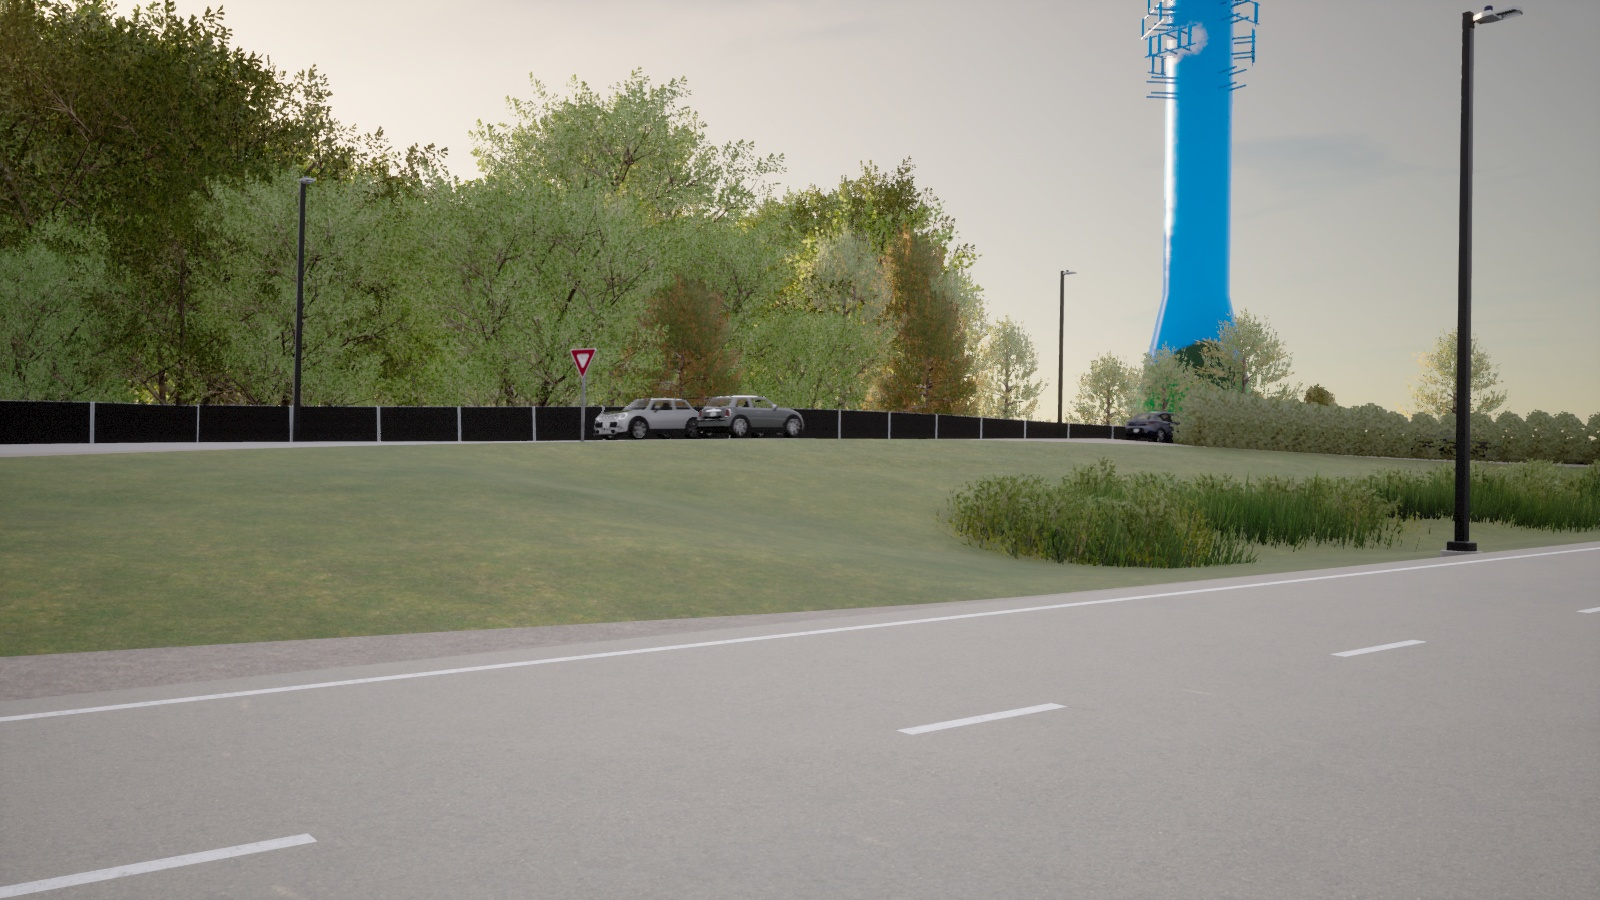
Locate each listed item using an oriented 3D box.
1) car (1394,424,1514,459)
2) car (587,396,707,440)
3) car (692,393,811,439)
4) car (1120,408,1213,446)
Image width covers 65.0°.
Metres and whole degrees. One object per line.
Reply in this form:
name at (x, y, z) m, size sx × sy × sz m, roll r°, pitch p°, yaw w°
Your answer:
car at (32.406, -0.391, 62.282) m, size 5.008 × 1.535 × 1.882 m, roll 2°, pitch 0°, yaw -3°
car at (-5.417, -1.124, 44.755) m, size 1.970 × 1.475 × 3.806 m, roll 0°, pitch 1°, yaw 45°
car at (-1.642, -1.157, 43.716) m, size 1.970 × 1.475 × 3.806 m, roll -1°, pitch 0°, yaw 44°
car at (16.727, -1.028, 57.291) m, size 4.193 × 1.474 × 1.816 m, roll 3°, pitch -2°, yaw -35°
